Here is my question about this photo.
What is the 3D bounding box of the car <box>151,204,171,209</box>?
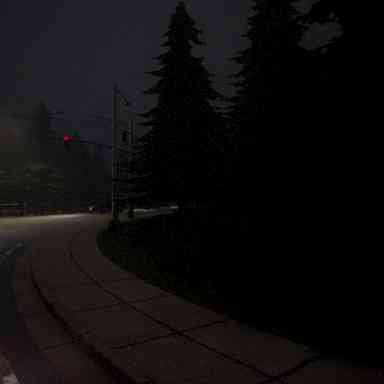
[{"bbox_3d":[-4.745,1.352,45.203,2.097,1.767,4.553,0,0,28],"label":"car"}]

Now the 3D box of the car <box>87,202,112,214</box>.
[{"bbox_3d":[-9.297,1.492,36.270,2.128,1.511,4.902,0,0,26],"label":"car"}]
